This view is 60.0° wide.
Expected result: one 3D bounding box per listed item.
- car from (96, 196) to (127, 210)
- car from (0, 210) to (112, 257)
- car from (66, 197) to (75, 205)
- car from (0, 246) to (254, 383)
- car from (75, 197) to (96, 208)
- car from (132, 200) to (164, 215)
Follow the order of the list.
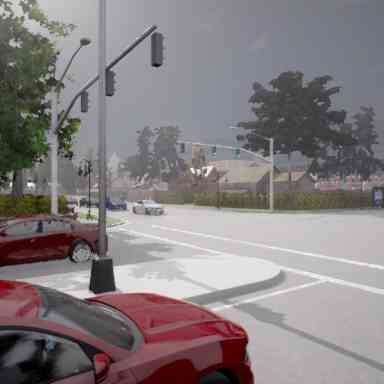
[{"bbox_3d":[-9.830,1.358,41.585,2.097,1.767,4.553,0,0,-36],"label":"car"},{"bbox_3d":[-5.134,1.478,10.240,5.008,1.535,1.882,0,0,-36],"label":"car"},{"bbox_3d":[-21.022,1.570,57.101,1.994,1.385,4.181,0,0,-34],"label":"car"},{"bbox_3d":[-1.692,1.478,2.562,5.008,1.535,1.882,0,0,-35],"label":"car"},{"bbox_3d":[-15.223,1.511,49.039,1.837,1.490,4.892,0,0,-36],"label":"car"},{"bbox_3d":[-4.622,1.532,34.382,1.812,1.442,4.674,0,0,-35],"label":"car"}]
